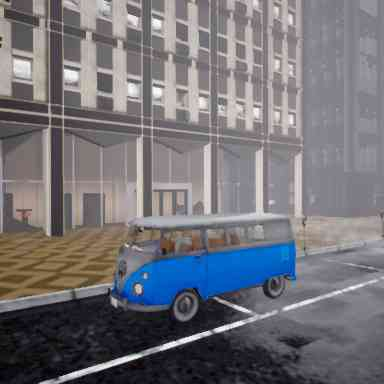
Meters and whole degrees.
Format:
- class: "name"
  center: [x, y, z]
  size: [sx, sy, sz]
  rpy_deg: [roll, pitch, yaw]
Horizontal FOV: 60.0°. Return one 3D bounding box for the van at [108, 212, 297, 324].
- class: "van"
  center: [0.390, 1.338, 6.845]
  size: [3.998, 1.788, 1.690]
  rpy_deg: [0, 0, -35]
